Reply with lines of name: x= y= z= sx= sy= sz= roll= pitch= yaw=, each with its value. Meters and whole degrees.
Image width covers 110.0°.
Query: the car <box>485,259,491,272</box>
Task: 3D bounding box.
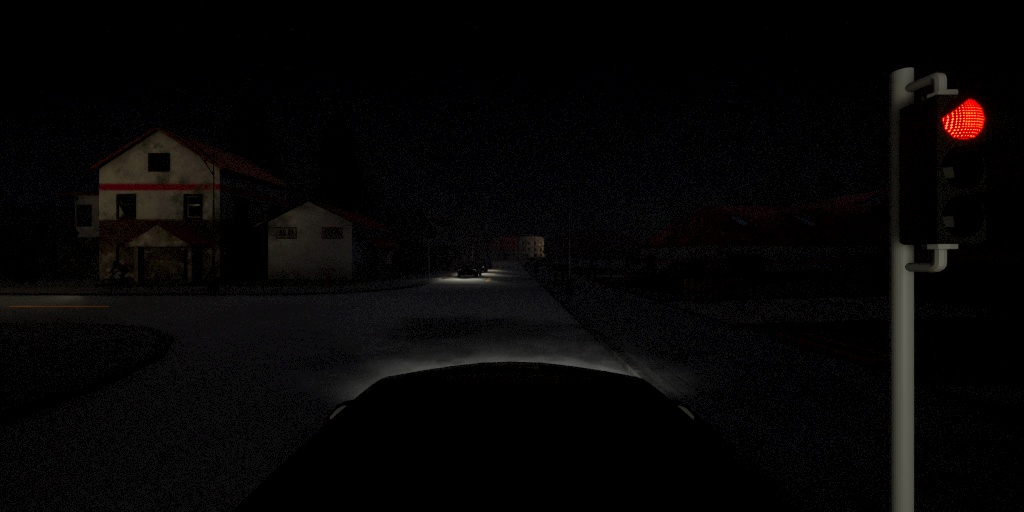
car: x=-4.094 y=1.227 z=44.968 sx=1.882 sy=1.535 sz=5.008 roll=0 pitch=0 yaw=0

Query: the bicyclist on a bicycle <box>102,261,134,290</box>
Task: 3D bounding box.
bicyclist on a bicycle: x=-22.540 y=1.099 z=20.531 sx=0.582 sy=1.620 sz=1.656 roll=0 pitch=0 yaw=0

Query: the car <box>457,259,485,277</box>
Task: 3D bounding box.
car: x=-4.115 y=1.227 z=35.314 sx=1.882 sy=1.535 sz=5.008 roll=0 pitch=0 yaw=2
